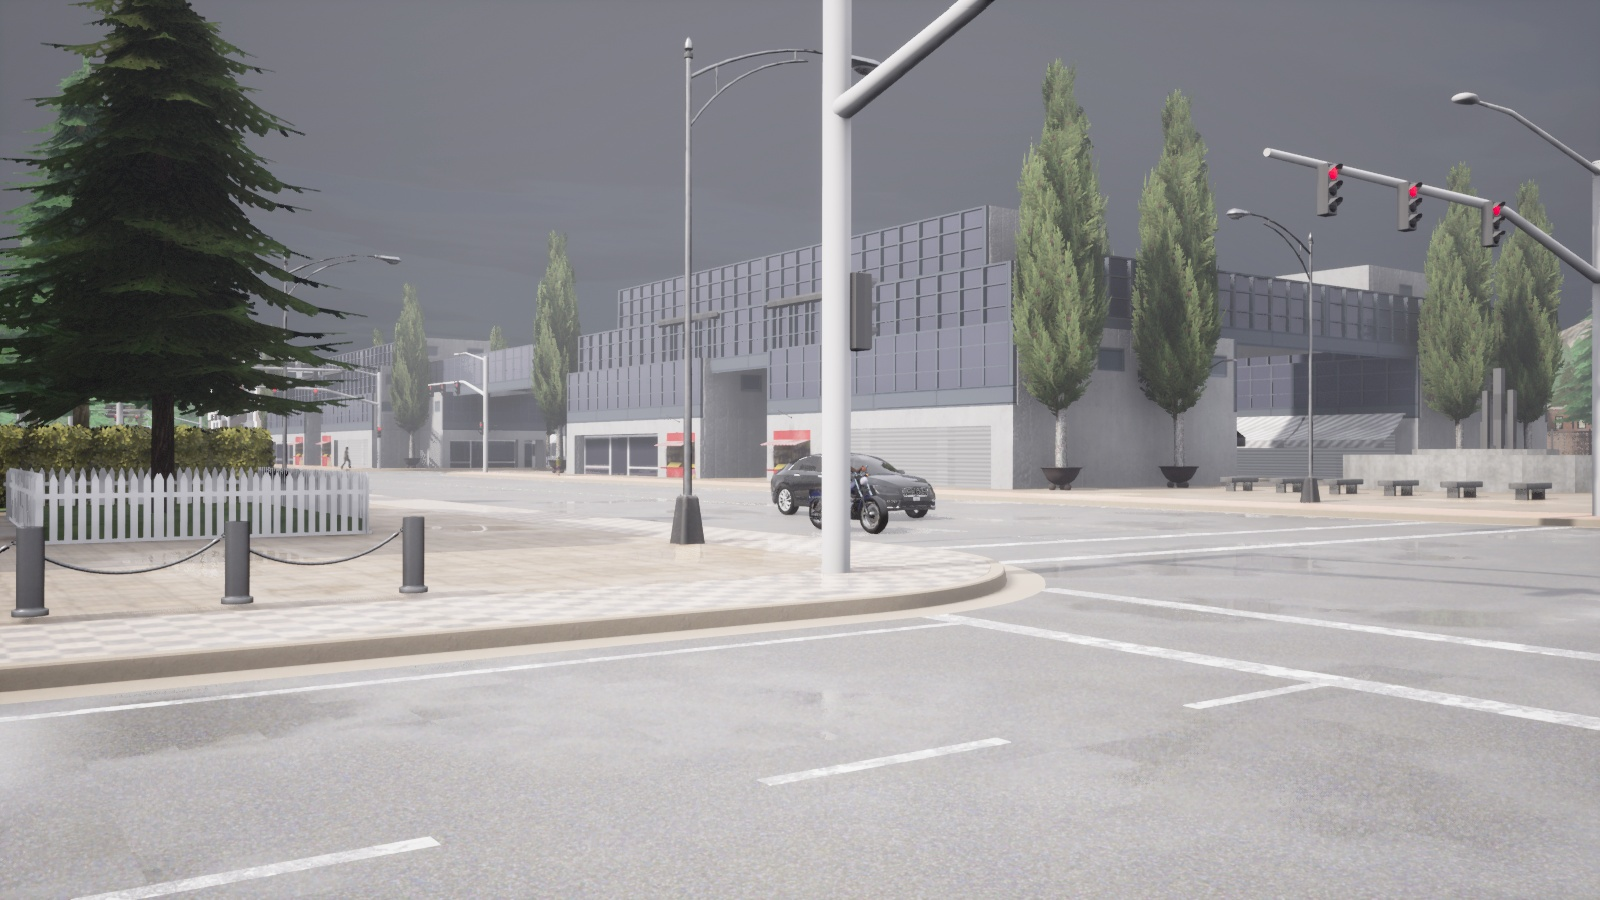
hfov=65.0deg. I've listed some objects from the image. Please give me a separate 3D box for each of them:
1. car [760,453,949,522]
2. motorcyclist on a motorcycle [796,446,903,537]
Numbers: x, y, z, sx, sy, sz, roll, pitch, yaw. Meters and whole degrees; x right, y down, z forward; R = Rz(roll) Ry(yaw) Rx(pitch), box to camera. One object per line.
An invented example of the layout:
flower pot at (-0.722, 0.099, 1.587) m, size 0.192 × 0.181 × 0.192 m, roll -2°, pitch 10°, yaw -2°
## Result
car at (1.174, 0.820, 29.581) m, size 1.837 × 1.490 × 4.892 m, roll 0°, pitch 0°, yaw -35°
motorcyclist on a motorcycle at (0.901, 0.752, 23.853) m, size 0.766 × 1.649 × 2.350 m, roll 0°, pitch 0°, yaw -35°
